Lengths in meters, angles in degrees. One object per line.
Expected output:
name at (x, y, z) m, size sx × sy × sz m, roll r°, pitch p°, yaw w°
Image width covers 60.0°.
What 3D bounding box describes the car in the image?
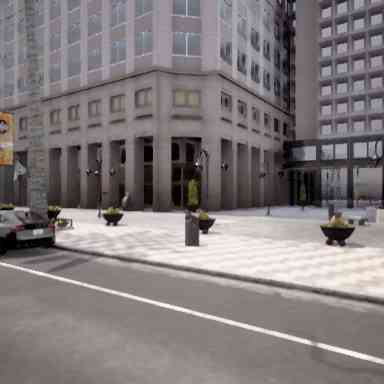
car at (-7.290, 1.460, 12.932) m, size 4.786 × 1.482 × 2.161 m, roll 0°, pitch 0°, yaw 35°
